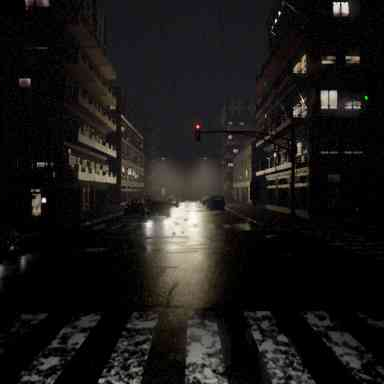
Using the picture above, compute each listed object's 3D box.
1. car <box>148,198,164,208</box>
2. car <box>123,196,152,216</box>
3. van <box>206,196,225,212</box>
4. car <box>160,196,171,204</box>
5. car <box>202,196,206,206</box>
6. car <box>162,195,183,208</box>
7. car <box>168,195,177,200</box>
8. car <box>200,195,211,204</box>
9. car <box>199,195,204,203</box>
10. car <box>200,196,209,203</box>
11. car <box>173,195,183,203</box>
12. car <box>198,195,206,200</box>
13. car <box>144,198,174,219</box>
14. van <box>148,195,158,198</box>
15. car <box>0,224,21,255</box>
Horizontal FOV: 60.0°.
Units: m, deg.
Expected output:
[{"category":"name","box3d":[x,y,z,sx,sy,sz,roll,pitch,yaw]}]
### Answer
[{"category":"car","box3d":[-5.290,1.562,49.075,1.802,1.307,4.206,0,0,0]},{"category":"car","box3d":[-5.396,1.428,32.330,1.967,1.590,4.097,0,0,0]},{"category":"van","box3d":[2.751,1.327,37.278,1.690,1.788,3.998,0,0,0]},{"category":"car","box3d":[-5.216,1.516,65.818,1.887,1.381,4.507,0,0,0]},{"category":"car","box3d":[2.725,1.527,43.482,1.887,1.381,4.507,0,0,0]},{"category":"car","box3d":[-2.773,1.528,47.019,2.033,1.411,5.357,0,0,0]},{"category":"car","box3d":[-5.182,1.501,88.145,2.008,1.369,4.403,0,0,0]},{"category":"car","box3d":[2.664,1.411,65.806,1.967,1.590,4.097,0,0,0]},{"category":"car","box3d":[2.650,1.543,54.644,1.947,1.339,4.313,0,0,0]},{"category":"car","box3d":[2.673,1.511,71.388,1.887,1.381,4.507,0,0,0]},{"category":"car","box3d":[-2.654,1.302,63.712,1.812,1.442,4.674,0,0,0]},{"category":"car","box3d":[2.698,1.516,88.133,1.947,1.339,4.313,0,0,0]},{"category":"car","box3d":[-2.816,1.515,29.306,1.812,1.442,4.674,0,0,0]},{"category":"van","box3d":[-5.344,1.324,43.494,1.690,1.788,3.998,0,0,0]},{"category":"car","box3d":[-8.675,1.445,11.888,4.553,1.767,2.097,-1,0,0]}]
